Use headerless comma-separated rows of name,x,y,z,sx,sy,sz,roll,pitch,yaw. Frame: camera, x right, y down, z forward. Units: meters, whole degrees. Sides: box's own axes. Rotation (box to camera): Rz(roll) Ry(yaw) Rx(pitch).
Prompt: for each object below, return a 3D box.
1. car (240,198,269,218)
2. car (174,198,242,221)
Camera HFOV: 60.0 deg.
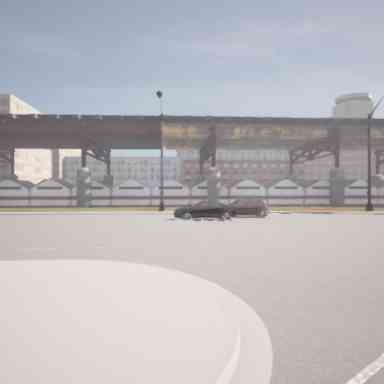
car,4.451,1.340,29.741,4.553,1.767,2.097,0,0,0
car,1.094,1.473,26.458,5.008,1.535,1.882,0,-1,-4
